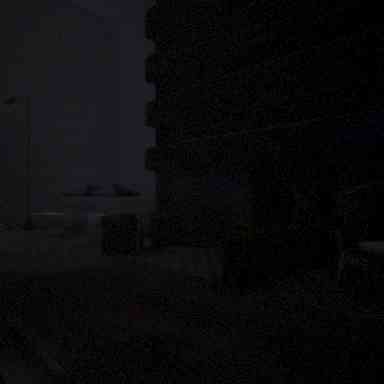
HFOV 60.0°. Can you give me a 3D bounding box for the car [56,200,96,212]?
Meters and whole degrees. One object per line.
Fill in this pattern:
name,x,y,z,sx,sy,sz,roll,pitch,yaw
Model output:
car,-13.085,1.621,37.681,4.181,1.385,1.994,0,0,-44
